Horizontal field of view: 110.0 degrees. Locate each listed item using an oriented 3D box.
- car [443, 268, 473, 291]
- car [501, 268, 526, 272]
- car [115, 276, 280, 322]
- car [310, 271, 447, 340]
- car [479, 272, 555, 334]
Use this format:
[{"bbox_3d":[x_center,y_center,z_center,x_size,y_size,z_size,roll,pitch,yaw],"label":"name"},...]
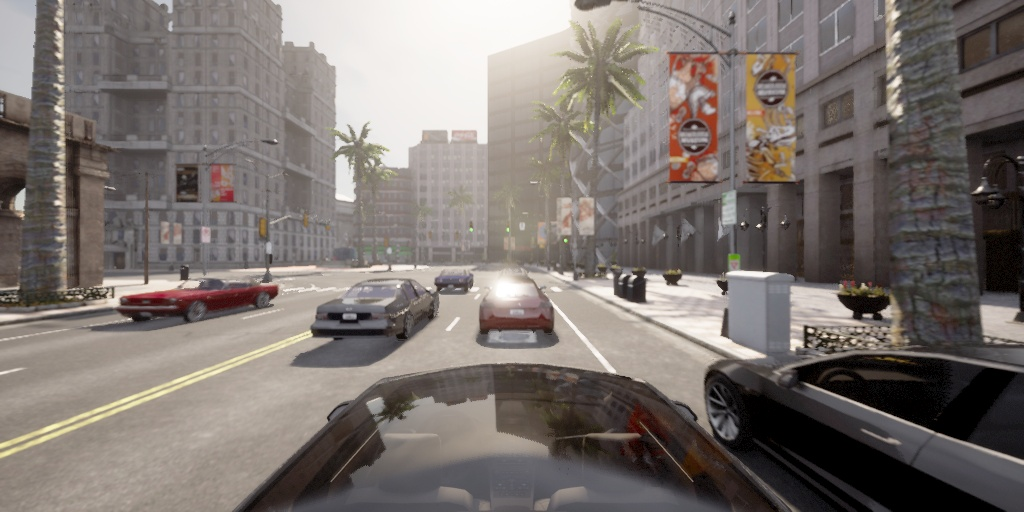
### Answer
[{"bbox_3d":[-3.458,1.412,22.262,1.895,1.301,4.718,0,0,-1],"label":"car"},{"bbox_3d":[0.096,1.412,22.272,1.895,1.301,4.718,0,0,0],"label":"car"},{"bbox_3d":[-10.543,1.383,12.548,1.895,1.301,4.718,0,0,1],"label":"car"},{"bbox_3d":[-3.402,1.322,10.025,2.033,1.411,5.357,0,0,0],"label":"car"},{"bbox_3d":[0.102,1.341,10.750,1.994,1.385,4.181,0,0,-1],"label":"car"}]
